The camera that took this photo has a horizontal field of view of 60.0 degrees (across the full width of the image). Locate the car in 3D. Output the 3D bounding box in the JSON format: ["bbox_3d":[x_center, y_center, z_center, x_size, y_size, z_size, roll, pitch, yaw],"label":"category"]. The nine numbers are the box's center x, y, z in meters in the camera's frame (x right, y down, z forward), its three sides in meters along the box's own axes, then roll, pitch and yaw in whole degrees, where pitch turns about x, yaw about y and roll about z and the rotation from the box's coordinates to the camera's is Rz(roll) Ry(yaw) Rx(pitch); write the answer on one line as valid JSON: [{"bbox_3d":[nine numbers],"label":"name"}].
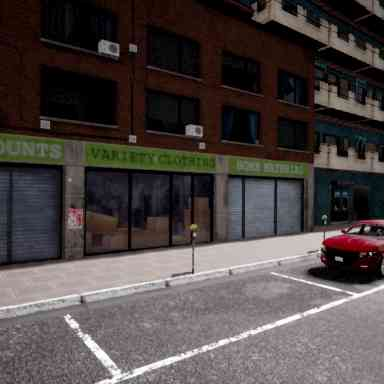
[{"bbox_3d":[5.767,1.548,10.209,4.507,1.381,1.887,0,1,-36],"label":"car"}]
